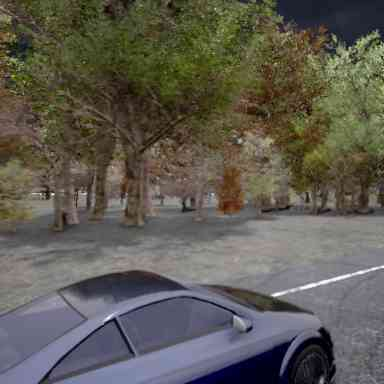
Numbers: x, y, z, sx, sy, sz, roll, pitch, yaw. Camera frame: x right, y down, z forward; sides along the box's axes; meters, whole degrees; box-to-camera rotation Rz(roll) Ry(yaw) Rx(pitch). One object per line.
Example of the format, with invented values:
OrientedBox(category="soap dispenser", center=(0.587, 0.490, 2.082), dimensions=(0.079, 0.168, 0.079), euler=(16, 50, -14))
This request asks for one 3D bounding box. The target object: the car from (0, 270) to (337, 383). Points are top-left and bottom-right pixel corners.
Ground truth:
OrientedBox(category="car", center=(-0.372, 1.570, 3.479), dimensions=(4.181, 1.385, 1.994), euler=(0, 0, -35))
